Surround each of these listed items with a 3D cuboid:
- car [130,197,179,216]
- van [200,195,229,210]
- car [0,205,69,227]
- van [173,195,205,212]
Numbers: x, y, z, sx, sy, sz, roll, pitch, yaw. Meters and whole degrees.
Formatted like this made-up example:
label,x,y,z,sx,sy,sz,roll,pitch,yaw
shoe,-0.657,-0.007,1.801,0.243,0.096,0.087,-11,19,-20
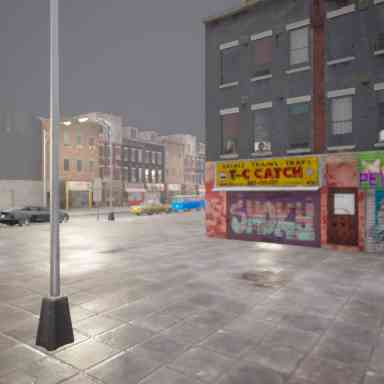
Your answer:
label,x,y,z,sx,sy,sz,roll,pitch,yaw
car,-3.667,1.449,31.476,1.752,1.417,4.829,0,0,36
van,2.826,1.235,40.541,1.690,1.788,3.998,0,0,36
car,-10.357,1.522,22.134,1.947,1.339,4.313,0,0,36
van,-0.470,1.250,35.939,1.690,1.788,3.998,0,0,36
